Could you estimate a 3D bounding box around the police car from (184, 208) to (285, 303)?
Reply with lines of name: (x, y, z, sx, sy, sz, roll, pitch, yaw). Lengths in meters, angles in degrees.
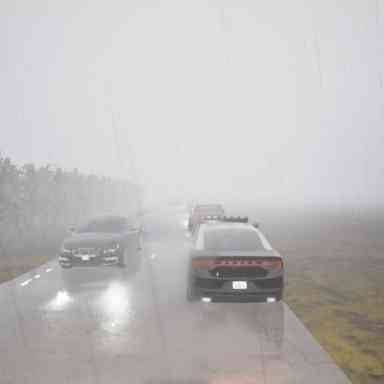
police car: (0.838, 1.429, 8.401, 1.930, 1.638, 5.238, 0, 0, 0)

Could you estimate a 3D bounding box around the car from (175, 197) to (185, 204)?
car: (-2.636, 1.822, 72.108, 1.994, 1.385, 4.181, 0, 0, 0)

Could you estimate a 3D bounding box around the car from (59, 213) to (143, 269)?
car: (-2.830, 1.511, 11.274, 1.837, 1.490, 4.892, 0, 0, 0)

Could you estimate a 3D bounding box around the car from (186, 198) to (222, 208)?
car: (0.853, 1.370, 18.263, 2.097, 1.767, 4.553, 0, 0, 0)

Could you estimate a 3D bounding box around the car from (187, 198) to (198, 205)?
car: (0.101, 1.770, 63.363, 1.994, 1.385, 4.181, 0, 0, 0)

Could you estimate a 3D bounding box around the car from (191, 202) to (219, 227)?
car: (0.863, 1.540, 24.293, 1.837, 1.490, 4.892, 0, 0, 0)

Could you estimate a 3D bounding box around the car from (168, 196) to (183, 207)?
car: (-2.750, 1.511, 54.262, 2.097, 1.767, 4.553, 0, 0, 0)

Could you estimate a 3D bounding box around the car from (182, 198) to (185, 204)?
car: (0.101, 1.669, 46.015, 2.033, 1.411, 5.357, 0, 0, 1)
